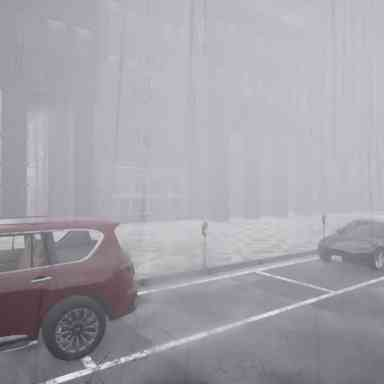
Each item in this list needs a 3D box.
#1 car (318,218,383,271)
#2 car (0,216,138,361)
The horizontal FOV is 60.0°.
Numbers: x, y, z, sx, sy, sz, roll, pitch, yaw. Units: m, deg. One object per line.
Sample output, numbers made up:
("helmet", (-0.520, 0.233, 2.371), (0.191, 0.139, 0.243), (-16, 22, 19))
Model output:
("car", (5.971, 1.558, 10.912), (4.313, 1.339, 1.947), (0, 0, -36))
("car", (-3.161, 1.315, 4.394), (5.009, 1.841, 2.192), (0, 0, -36))
